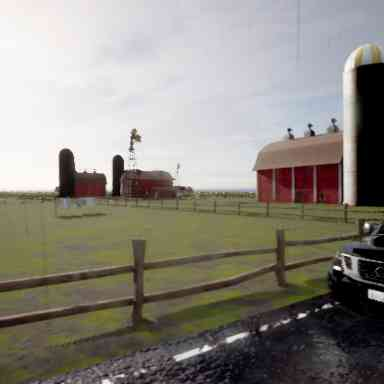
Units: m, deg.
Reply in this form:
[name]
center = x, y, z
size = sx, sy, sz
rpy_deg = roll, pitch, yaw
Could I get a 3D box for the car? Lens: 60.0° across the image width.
[car]
center = 5.108, 1.218, 6.707
size = 5.566, 2.045, 2.150
rpy_deg = -1, 0, -35
